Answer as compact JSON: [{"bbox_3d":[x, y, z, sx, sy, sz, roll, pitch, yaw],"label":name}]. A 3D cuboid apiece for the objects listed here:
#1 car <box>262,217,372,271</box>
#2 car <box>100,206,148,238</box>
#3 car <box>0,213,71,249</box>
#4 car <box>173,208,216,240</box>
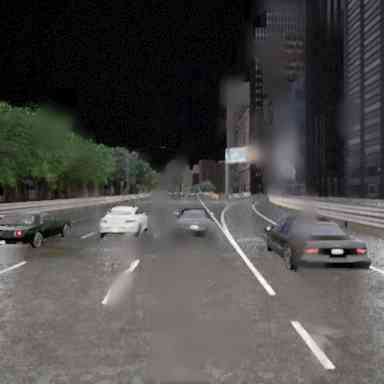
[{"bbox_3d":[3.625,1.506,10.713,2.033,1.411,5.357,0,0,1],"label":"car"},{"bbox_3d":[-3.385,1.460,17.038,1.812,1.442,4.674,0,0,0],"label":"car"},{"bbox_3d":[-6.892,1.543,14.337,1.895,1.301,4.718,0,0,0],"label":"car"},{"bbox_3d":[0.114,1.500,16.566,1.994,1.385,4.181,0,0,0],"label":"car"}]
